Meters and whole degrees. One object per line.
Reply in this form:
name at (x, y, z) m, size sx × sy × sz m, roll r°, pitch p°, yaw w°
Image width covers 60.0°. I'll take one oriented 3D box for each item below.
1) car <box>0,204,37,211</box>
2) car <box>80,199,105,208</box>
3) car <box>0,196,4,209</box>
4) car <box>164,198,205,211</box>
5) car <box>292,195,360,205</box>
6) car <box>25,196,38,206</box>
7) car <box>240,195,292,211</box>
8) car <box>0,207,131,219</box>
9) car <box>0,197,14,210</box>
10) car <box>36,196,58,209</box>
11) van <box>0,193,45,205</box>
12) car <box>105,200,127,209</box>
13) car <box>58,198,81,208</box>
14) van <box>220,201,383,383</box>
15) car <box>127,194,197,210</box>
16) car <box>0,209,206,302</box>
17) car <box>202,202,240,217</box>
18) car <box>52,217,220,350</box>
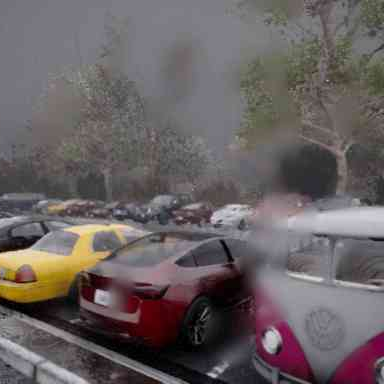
car at (-9.003, 1.430, 12.854) m, size 2.163 × 1.488 × 4.792 m, roll 0°, pitch 0°, yaw 35°
car at (-6.101, 1.415, 26.839) m, size 2.163 × 1.488 × 4.792 m, roll 0°, pitch 0°, yaw 35°
car at (-26.495, 1.352, 41.409) m, size 2.097 × 1.535 × 5.008 m, roll 0°, pitch 0°, yaw 36°
car at (0.722, 1.412, 22.017) m, size 2.097 × 1.535 × 5.008 m, roll 0°, pitch 0°, yaw 35°
car at (7.417, 1.200, 17.228) m, size 2.435 × 2.045 × 5.566 m, roll 0°, pitch 0°, yaw 35°
car at (-12.895, 1.405, 31.704) m, size 2.002 × 1.452 × 4.674 m, roll 0°, pitch 0°, yaw 35°
car at (5.247, 1.186, 18.770) m, size 2.435 × 2.045 × 5.566 m, roll 0°, pitch 0°, yaw 35°
car at (-4.419, 1.422, 9.623) m, size 2.097 × 1.535 × 5.008 m, roll 0°, pitch 0°, yaw 35°
car at (-24.229, 1.388, 39.787) m, size 2.002 × 1.452 × 4.674 m, roll 0°, pitch 0°, yaw 36°
car at (-10.732, 1.369, 29.940) m, size 1.946 × 1.575 × 5.366 m, roll 0°, pitch 0°, yaw 35°
van at (-17.365, 1.126, 35.033) m, size 1.878 × 1.987 × 4.442 m, roll 0°, pitch 0°, yaw 35°
car at (-3.798, 1.422, 25.272) m, size 2.163 × 1.488 × 4.792 m, roll 0°, pitch 0°, yaw 35°
car at (-8.357, 1.379, 28.472) m, size 2.097 × 1.535 × 5.008 m, roll 0°, pitch 0°, yaw 35°
van at (2.368, 1.243, 4.660) m, size 1.878 × 1.987 × 4.442 m, roll 0°, pitch 0°, yaw 35°
car at (-1.562, 1.149, 23.613) m, size 2.435 × 2.045 × 5.566 m, roll 0°, pitch 0°, yaw 35°
car at (-2.027, 1.434, 8.156) m, size 1.946 × 1.575 × 5.366 m, roll 0°, pitch 0°, yaw 35°
car at (2.892, 1.462, 20.477) m, size 2.002 × 1.452 × 4.674 m, roll 0°, pitch 0°, yaw 35°
car at (0.167, 1.482, 6.404) m, size 2.163 × 1.488 × 4.792 m, roll 0°, pitch 0°, yaw 35°
